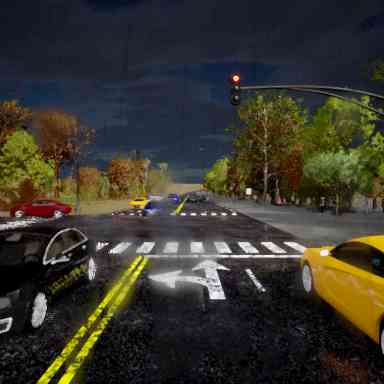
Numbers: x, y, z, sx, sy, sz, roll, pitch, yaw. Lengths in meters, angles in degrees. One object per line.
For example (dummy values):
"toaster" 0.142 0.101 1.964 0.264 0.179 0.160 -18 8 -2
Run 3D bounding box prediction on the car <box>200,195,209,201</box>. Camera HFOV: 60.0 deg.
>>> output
"car" 3.046 1.458 81.641 2.033 1.411 5.357 0 0 0

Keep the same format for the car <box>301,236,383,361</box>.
"car" 3.349 1.444 5.406 1.882 1.535 5.008 0 1 0

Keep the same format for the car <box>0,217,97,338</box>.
"car" -3.368 1.504 6.832 1.837 1.490 4.892 0 0 0

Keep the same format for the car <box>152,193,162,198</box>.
"car" -6.713 1.229 62.654 2.150 2.045 5.566 0 0 1

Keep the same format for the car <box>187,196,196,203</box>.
"car" -0.138 1.566 72.155 1.994 1.385 4.181 0 0 0

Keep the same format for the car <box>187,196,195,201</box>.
"car" -0.204 1.606 81.977 1.895 1.301 4.718 0 0 0

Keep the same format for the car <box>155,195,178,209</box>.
"car" -3.463 1.550 45.305 2.033 1.411 5.357 0 0 0

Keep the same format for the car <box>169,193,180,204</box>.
"car" -3.467 1.230 61.547 2.150 2.045 5.566 0 0 0

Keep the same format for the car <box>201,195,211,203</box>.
"car" 3.094 1.504 71.486 2.128 1.511 4.902 0 0 0

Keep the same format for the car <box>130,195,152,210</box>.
"car" -6.706 1.480 42.893 1.882 1.535 5.008 0 0 0

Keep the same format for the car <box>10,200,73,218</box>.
"car" -13.117 1.429 29.143 5.008 1.535 1.882 0 2 -14

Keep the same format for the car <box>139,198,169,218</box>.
"car" -3.418 1.517 30.541 1.812 1.442 4.674 0 0 0
